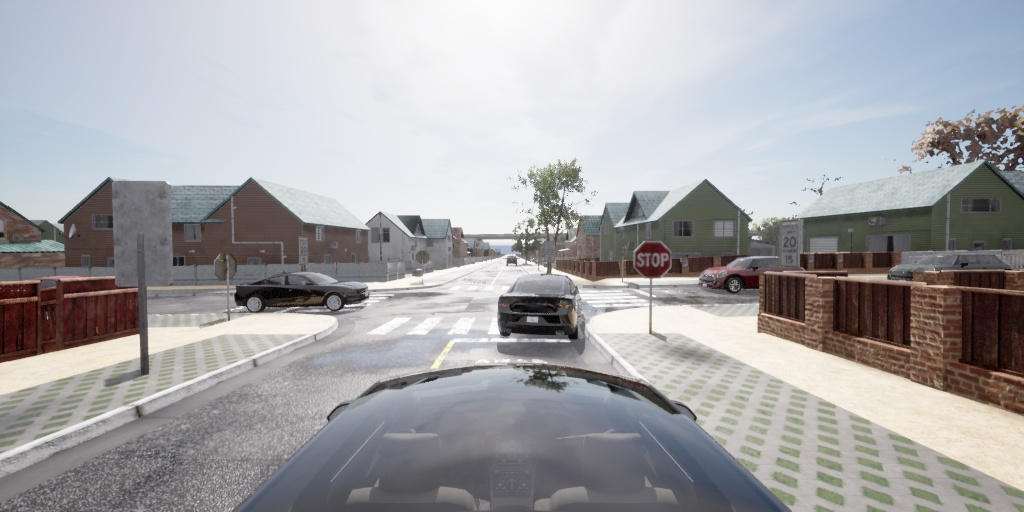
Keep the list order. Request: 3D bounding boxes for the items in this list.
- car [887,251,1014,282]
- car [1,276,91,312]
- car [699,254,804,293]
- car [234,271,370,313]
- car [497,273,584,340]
[{"bbox_3d":[21.696,0.645,17.857,4.553,1.767,2.097,-1,2,0],"label":"car"},{"bbox_3d":[-18.025,1.547,14.627,5.008,1.535,1.882,-1,2,0],"label":"car"},{"bbox_3d":[11.801,0.820,17.782,4.553,1.767,2.097,-1,2,0],"label":"car"},{"bbox_3d":[-8.473,1.377,14.692,5.008,1.535,1.882,-1,2,0],"label":"car"},{"bbox_3d":[0.955,1.224,10.169,1.882,1.535,5.008,0,0,12],"label":"car"}]
